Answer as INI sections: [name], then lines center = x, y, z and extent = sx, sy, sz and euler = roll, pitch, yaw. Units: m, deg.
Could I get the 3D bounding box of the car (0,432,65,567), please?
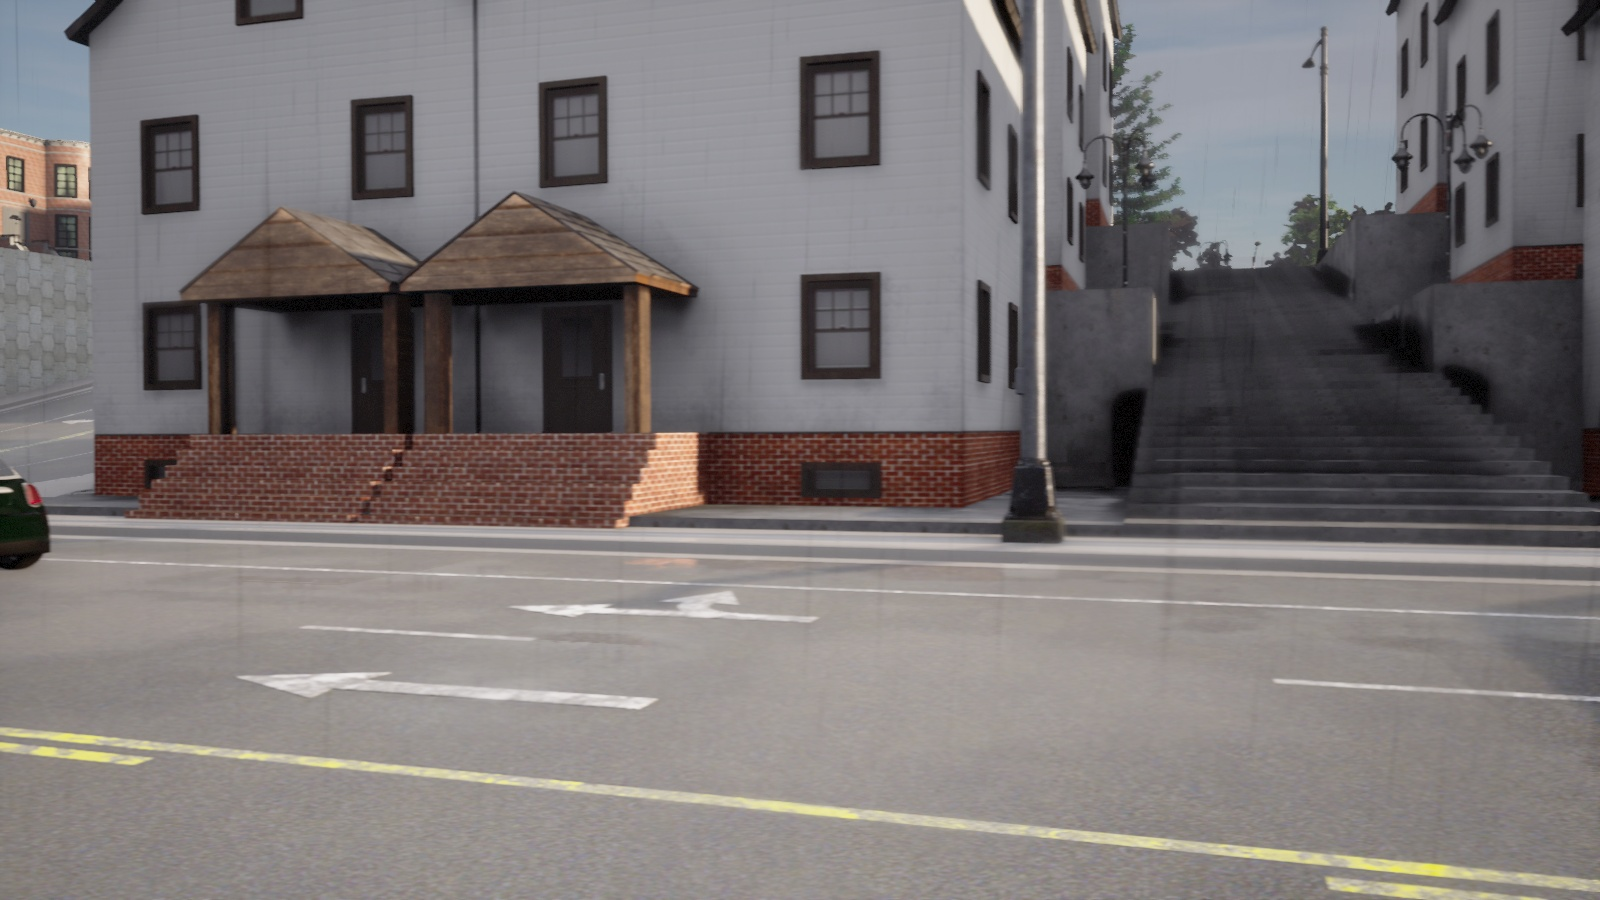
[car]
center = -10.630, 0.528, 14.165
extent = 3.806, 1.475, 1.970
euler = 0, 1, 17
